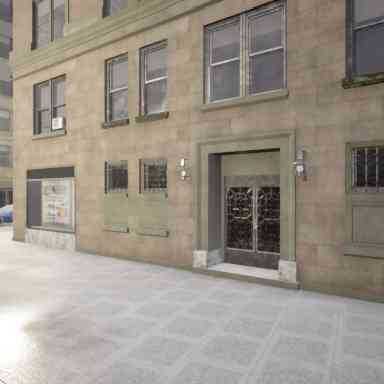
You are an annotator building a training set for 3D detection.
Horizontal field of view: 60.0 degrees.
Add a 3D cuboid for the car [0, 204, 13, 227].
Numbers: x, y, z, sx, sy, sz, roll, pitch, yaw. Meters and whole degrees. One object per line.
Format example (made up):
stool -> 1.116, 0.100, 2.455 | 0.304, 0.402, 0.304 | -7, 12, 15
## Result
car -> -11.884, 1.512, 23.025 | 2.033, 1.411, 5.357 | 0, 0, 39
